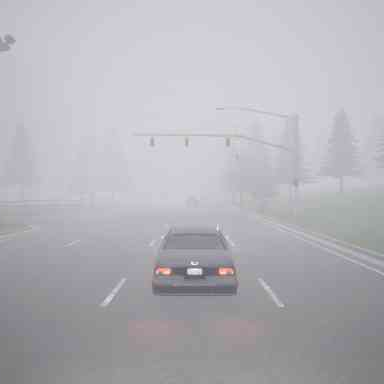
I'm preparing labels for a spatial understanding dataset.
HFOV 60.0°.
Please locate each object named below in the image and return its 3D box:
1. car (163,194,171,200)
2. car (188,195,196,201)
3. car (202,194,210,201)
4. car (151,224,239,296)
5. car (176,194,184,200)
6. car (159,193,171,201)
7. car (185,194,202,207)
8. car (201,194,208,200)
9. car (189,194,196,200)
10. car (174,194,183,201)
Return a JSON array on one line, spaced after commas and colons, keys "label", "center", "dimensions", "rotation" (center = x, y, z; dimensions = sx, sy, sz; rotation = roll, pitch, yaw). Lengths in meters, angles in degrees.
[{"label": "car", "center": [-6.955, 1.385, 93.895], "dimensions": [1.994, 1.385, 4.181], "rotation": [0, 0, 0]}, {"label": "car", "center": [0.040, 1.531, 83.472], "dimensions": [2.033, 1.411, 5.357], "rotation": [0, 0, 0]}, {"label": "car", "center": [3.540, 1.492, 83.470], "dimensions": [1.837, 1.490, 4.892], "rotation": [0, 0, 0]}, {"label": "car", "center": [0.070, 1.547, 8.790], "dimensions": [2.033, 1.411, 5.357], "rotation": [0, 0, 0]}, {"label": "car", "center": [-3.455, 1.358, 93.893], "dimensions": [2.128, 1.511, 4.902], "rotation": [0, 0, 0]}, {"label": "car", "center": [-6.960, 1.217, 83.505], "dimensions": [2.150, 2.045, 5.566], "rotation": [0, 0, 0]}, {"label": "car", "center": [0.023, 1.352, 52.829], "dimensions": [2.097, 1.767, 4.553], "rotation": [0, 0, 0]}, {"label": "car", "center": [3.545, 1.310, 93.890], "dimensions": [1.882, 1.535, 5.008], "rotation": [0, 0, 0]}, {"label": "car", "center": [0.045, 1.310, 93.892], "dimensions": [1.882, 1.535, 5.008], "rotation": [0, 0, 0]}, {"label": "car", "center": [-3.460, 1.517, 83.890], "dimensions": [1.812, 1.442, 4.674], "rotation": [0, 0, 0]}]
